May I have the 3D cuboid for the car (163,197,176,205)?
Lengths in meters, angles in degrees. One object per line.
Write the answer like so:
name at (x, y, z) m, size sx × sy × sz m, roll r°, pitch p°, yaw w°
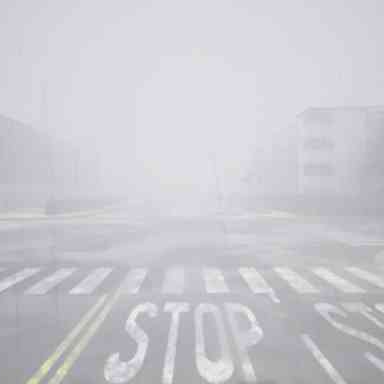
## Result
car at (-3.915, 1.575, 57.969) m, size 1.812 × 1.442 × 4.674 m, roll 0°, pitch 0°, yaw 0°

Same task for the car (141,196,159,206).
car at (-7.412, 1.401, 57.390) m, size 2.097 × 1.767 × 4.553 m, roll 0°, pitch 0°, yaw 0°

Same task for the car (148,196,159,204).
car at (-7.469, 1.580, 64.860) m, size 1.812 × 1.442 × 4.674 m, roll 0°, pitch 0°, yaw -1°
